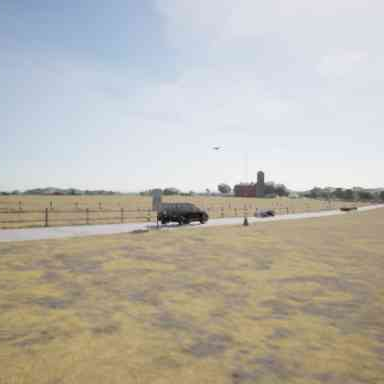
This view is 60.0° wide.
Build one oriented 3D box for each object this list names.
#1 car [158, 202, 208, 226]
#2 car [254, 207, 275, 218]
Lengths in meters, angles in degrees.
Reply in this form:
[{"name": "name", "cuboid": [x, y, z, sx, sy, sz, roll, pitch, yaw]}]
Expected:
[{"name": "car", "cuboid": [-0.727, 1.967, 29.981, 2.150, 2.045, 5.566, 0, -2, 35]}, {"name": "car", "cuboid": [11.344, 3.169, 51.885, 2.128, 1.511, 4.902, 0, -2, 35]}]
